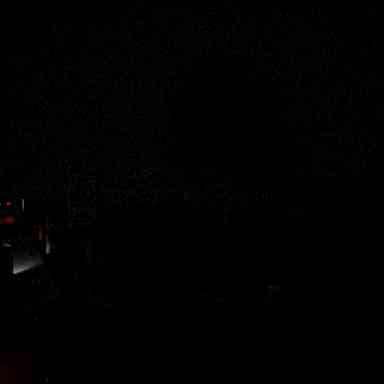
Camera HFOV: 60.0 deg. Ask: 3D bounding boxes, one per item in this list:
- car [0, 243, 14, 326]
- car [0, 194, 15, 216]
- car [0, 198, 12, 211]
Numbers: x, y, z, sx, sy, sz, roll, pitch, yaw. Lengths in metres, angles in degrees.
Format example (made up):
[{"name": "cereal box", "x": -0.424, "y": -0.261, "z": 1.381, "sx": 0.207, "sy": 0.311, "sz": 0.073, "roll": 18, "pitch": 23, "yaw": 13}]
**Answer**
[{"name": "car", "x": -4.599, "y": 1.563, "z": 6.476, "sx": 1.994, "sy": 1.385, "sz": 4.181, "roll": 0, "pitch": 0, "yaw": -28}, {"name": "car", "x": -18.780, "y": 1.241, "z": 32.701, "sx": 2.150, "sy": 2.045, "sz": 5.566, "roll": 0, "pitch": 0, "yaw": -28}, {"name": "car", "x": -23.932, "y": 1.578, "z": 42.105, "sx": 2.033, "sy": 1.411, "sz": 5.357, "roll": 0, "pitch": 0, "yaw": -28}]
